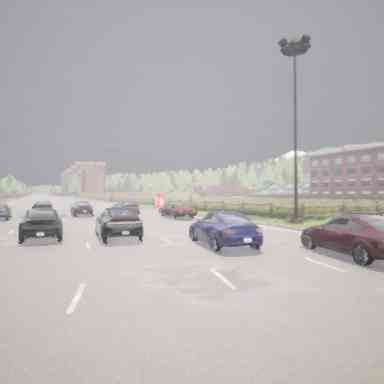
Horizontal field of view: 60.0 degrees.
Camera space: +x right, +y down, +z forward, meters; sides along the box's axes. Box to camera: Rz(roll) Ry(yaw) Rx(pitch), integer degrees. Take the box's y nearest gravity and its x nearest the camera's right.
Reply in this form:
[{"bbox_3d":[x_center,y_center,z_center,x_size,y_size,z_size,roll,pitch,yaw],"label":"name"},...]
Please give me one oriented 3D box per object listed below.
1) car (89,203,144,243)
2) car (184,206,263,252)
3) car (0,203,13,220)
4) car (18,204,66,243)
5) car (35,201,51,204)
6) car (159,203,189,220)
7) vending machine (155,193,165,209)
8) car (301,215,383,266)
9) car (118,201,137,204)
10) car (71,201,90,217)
[{"bbox_3d":[-3.667,1.529,16.417,2.128,1.511,4.902,0,0,-21],"label":"car"},{"bbox_3d":[1.292,1.525,13.848,1.812,1.442,4.674,0,0,-17],"label":"car"},{"bbox_3d":[-16.658,1.690,28.763,2.033,1.411,5.357,0,0,-25],"label":"car"},{"bbox_3d":[-7.458,1.571,16.601,1.837,1.490,4.892,0,0,-22],"label":"car"},{"bbox_3d":[-15.368,1.614,34.307,1.882,1.535,5.008,0,0,-25],"label":"car"},{"bbox_3d":[-1.319,1.629,28.905,1.895,1.301,4.718,0,0,-25],"label":"car"},{"bbox_3d":[-4.279,1.255,44.817,1.100,2.100,0.880,0,0,-25],"label":"vending machine"},{"bbox_3d":[5.602,1.491,11.352,1.812,1.442,4.674,0,0,-13],"label":"car"},{"bbox_3d":[-6.192,1.557,31.116,2.128,1.511,4.902,0,0,-25],"label":"car"},{"bbox_3d":[-10.939,1.628,33.047,1.812,1.442,4.674,0,0,-25],"label":"car"}]
